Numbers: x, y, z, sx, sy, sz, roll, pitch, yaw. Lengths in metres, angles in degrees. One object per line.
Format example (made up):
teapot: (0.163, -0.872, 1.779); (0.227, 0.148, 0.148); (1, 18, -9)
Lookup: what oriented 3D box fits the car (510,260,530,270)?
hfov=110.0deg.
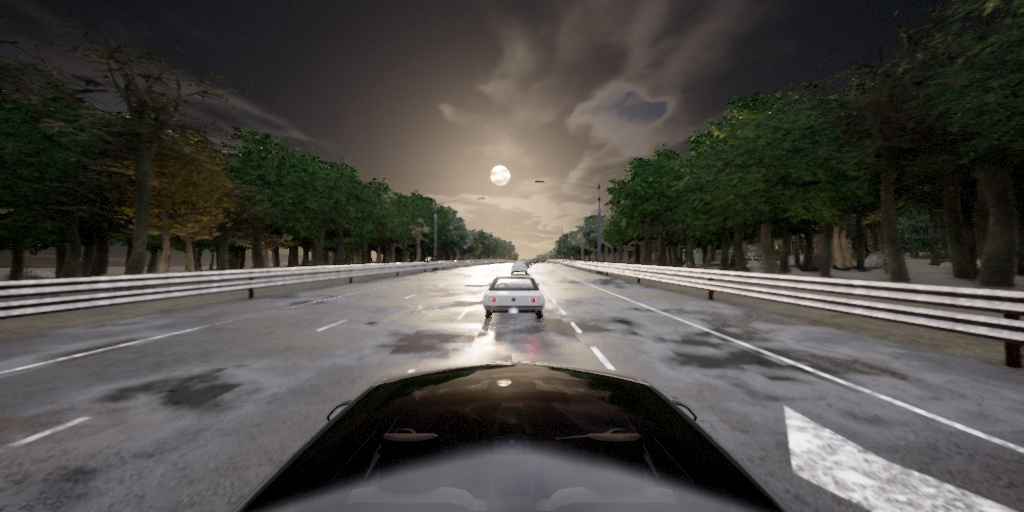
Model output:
car: (0.885, 1.409, 42.341); (1.812, 1.442, 4.674); (0, 0, 2)

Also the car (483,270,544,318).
car: (0.079, 1.364, 13.023); (1.895, 1.301, 4.718); (0, 0, 1)
